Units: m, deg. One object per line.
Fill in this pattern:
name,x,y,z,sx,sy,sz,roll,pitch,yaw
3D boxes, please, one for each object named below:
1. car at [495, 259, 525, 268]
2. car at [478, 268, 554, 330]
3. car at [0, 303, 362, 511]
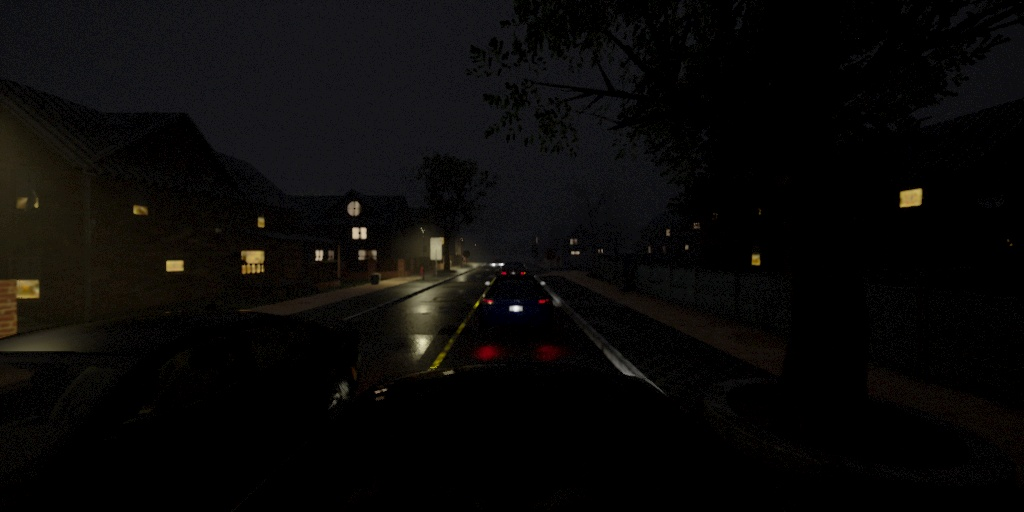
car,0.136,1.114,25.014,2.033,1.411,5.357,0,0,1
car,0.103,1.245,10.799,1.994,1.385,4.181,0,0,0
car,-2.850,1.221,2.559,1.882,1.535,5.008,0,0,0
